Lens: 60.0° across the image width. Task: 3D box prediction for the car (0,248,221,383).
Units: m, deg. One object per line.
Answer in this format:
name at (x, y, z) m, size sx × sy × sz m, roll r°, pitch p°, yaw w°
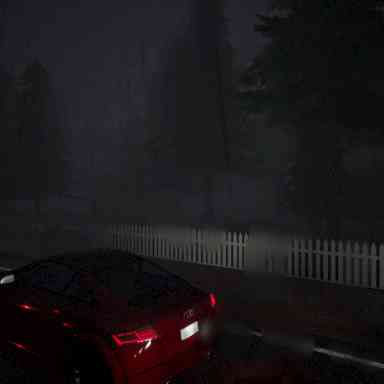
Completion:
car at (-1.675, 1.564, 4.975) m, size 4.181 × 1.385 × 1.994 m, roll 0°, pitch 0°, yaw 35°
